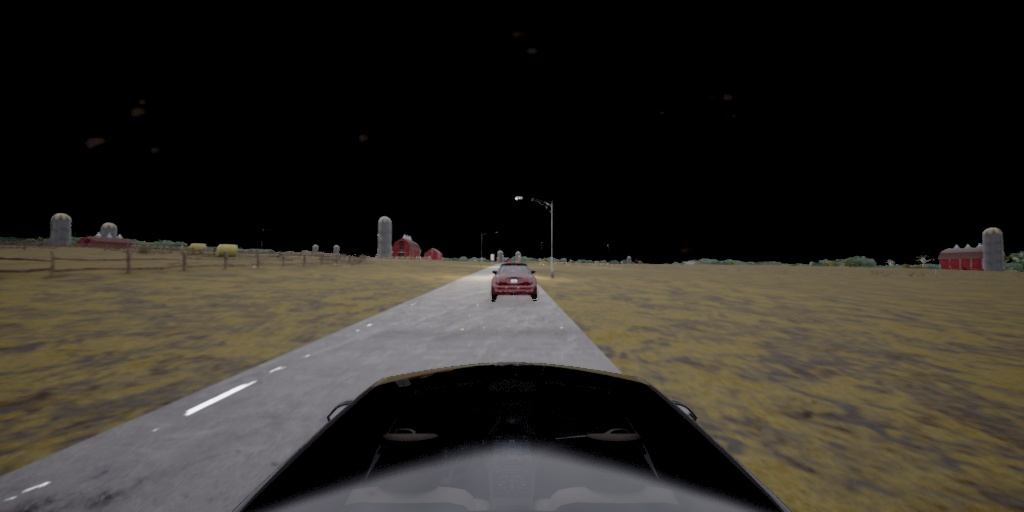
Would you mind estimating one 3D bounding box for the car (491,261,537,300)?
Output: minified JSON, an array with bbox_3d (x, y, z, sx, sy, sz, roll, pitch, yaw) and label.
[{"bbox_3d":[0.092,1.122,17.809,2.097,1.767,4.553,0,0,0],"label":"car"}]
